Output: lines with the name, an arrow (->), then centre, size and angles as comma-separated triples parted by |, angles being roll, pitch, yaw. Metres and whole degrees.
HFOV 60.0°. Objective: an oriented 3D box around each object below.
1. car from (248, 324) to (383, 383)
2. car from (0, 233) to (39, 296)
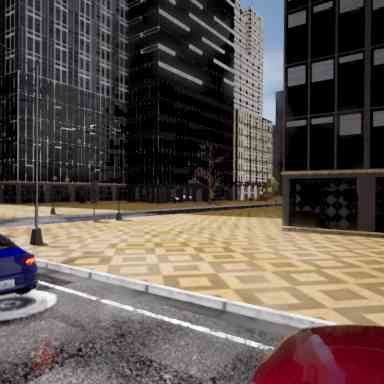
car -> 2.351, 1.564, 2.000 | 4.181, 1.385, 1.994 | 0, 0, 35
car -> -5.252, 1.522, 7.427 | 4.674, 1.442, 1.812 | 0, 0, 36
